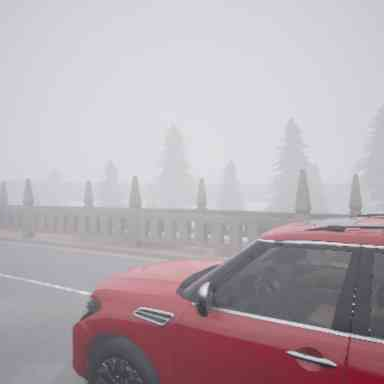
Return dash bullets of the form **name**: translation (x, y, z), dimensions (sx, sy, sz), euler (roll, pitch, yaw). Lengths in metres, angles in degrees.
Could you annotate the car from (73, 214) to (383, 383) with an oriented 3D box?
- **car**: translation (1.401, 1.221, 2.827), dimensions (5.566, 2.045, 2.150), euler (0, 0, 35)
